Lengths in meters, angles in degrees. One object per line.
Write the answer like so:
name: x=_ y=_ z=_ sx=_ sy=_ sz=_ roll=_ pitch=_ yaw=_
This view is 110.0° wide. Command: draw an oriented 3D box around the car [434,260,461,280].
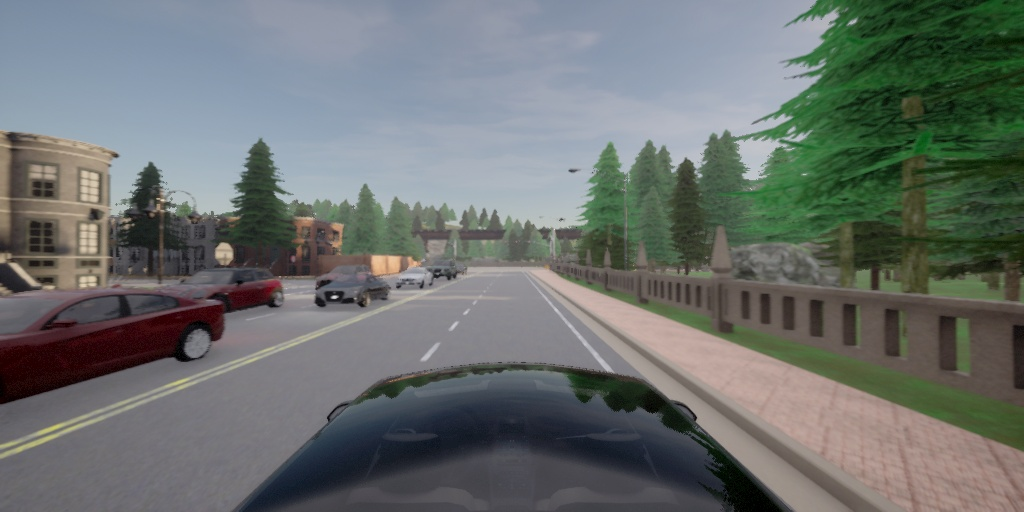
car: x=-7.046 y=1.394 z=36.989 sx=2.150 sy=2.045 sz=5.566 roll=0 pitch=-1 yaw=1

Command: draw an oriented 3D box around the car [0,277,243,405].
car: x=-7.097 y=1.266 z=5.602 sx=1.882 sy=1.535 sz=5.008 roll=0 pitch=-1 yaw=0

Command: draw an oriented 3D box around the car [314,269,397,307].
car: x=-7.074 y=1.483 z=16.313 sx=1.994 sy=1.385 sz=4.181 roll=0 pitch=-1 yaw=1

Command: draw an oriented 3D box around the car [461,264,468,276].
car: x=-7.013 y=1.809 z=47.732 sx=1.837 sy=1.490 sz=4.892 roll=0 pitch=-1 yaw=0

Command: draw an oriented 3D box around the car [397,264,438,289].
car: x=-7.068 y=1.570 z=26.555 sx=1.812 sy=1.442 sz=4.674 roll=0 pitch=-1 yaw=0

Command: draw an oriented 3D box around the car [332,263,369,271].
car: x=-10.574 y=1.349 z=23.088 sx=2.097 sy=1.767 sz=4.553 roll=0 pitch=-1 yaw=0

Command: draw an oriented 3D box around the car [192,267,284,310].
car: x=-10.589 y=1.227 z=13.104 sx=2.097 sy=1.767 sz=4.553 roll=0 pitch=-1 yaw=0
